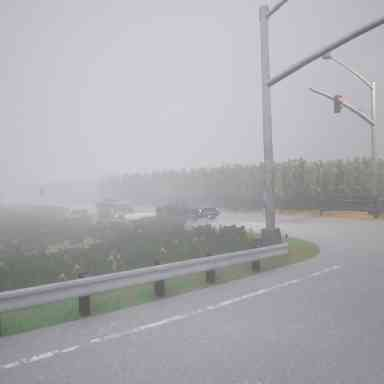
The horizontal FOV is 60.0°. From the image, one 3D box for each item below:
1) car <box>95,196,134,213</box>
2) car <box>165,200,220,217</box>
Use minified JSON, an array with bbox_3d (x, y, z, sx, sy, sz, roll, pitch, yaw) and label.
[{"bbox_3d":[-7.021,1.121,29.834,1.837,1.490,4.892,-3,2,-40],"label":"car"},{"bbox_3d":[-0.353,1.177,22.035,1.895,1.301,4.718,-3,2,-41],"label":"car"}]
